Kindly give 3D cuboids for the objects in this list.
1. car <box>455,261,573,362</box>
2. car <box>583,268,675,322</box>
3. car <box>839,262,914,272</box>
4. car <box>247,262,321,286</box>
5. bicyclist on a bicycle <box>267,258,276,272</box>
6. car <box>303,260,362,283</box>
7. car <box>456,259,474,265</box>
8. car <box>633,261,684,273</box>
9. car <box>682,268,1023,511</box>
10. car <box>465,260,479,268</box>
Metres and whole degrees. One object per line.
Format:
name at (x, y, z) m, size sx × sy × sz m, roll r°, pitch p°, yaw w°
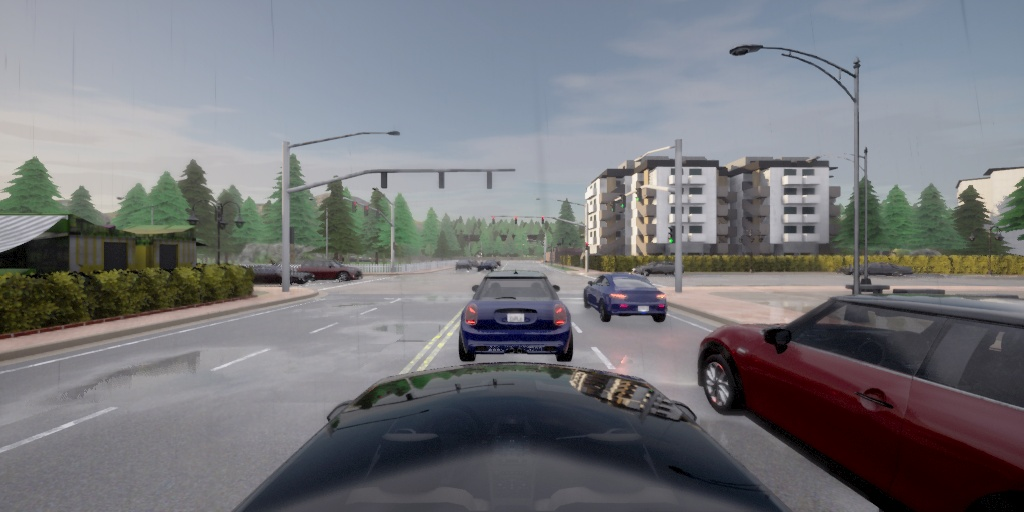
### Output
car at (0.092, 1.102, 8.403) m, size 2.097 × 1.767 × 4.553 m, roll 0°, pitch 0°, yaw 1°
car at (3.645, 1.276, 12.113) m, size 1.812 × 1.442 × 4.674 m, roll 0°, pitch 0°, yaw 1°
car at (34.729, 1.297, 34.388) m, size 5.357 × 1.411 × 2.033 m, roll 0°, pitch 0°, yaw 11°
car at (-16.141, 1.297, 23.870) m, size 5.357 × 1.411 × 2.033 m, roll 0°, pitch 0°, yaw -1°
bicyclist on a bicycle at (-25.594, 1.052, 38.175) m, size 0.582 × 1.620 × 1.656 m, roll 0°, pitch 0°, yaw -1°
car at (-14.019, 1.102, 27.602) m, size 4.553 × 1.767 × 2.097 m, roll 0°, pitch 0°, yaw -3°
car at (-6.802, 1.228, 50.920) m, size 1.882 × 1.535 × 5.008 m, roll 0°, pitch 0°, yaw 0°
car at (14.246, 1.241, 34.997) m, size 4.902 × 1.511 × 2.128 m, roll 0°, pitch 0°, yaw -2°
car at (3.605, 1.102, 3.124) m, size 2.097 × 1.767 × 4.553 m, roll 0°, pitch 0°, yaw 0°
car at (-6.745, 1.314, 60.837) m, size 1.994 × 1.385 × 4.181 m, roll 0°, pitch 0°, yaw 0°
